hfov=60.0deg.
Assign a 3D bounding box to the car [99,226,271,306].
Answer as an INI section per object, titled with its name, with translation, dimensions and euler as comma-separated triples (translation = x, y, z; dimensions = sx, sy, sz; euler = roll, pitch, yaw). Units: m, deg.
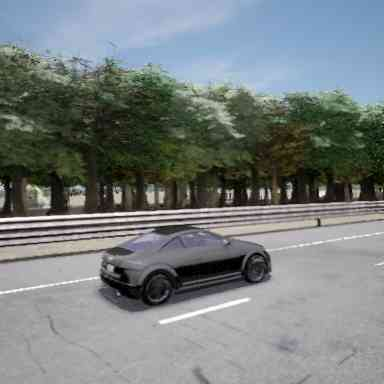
[car]
translation = -0.051, 1.520, 8.003
dimensions = 4.181, 1.385, 1.994
euler = -1, 0, -35
